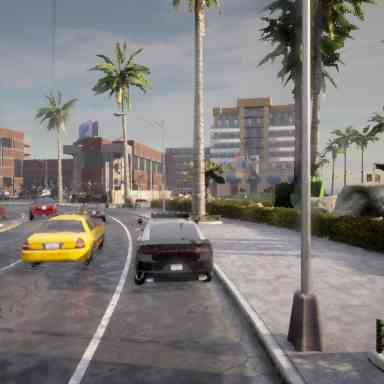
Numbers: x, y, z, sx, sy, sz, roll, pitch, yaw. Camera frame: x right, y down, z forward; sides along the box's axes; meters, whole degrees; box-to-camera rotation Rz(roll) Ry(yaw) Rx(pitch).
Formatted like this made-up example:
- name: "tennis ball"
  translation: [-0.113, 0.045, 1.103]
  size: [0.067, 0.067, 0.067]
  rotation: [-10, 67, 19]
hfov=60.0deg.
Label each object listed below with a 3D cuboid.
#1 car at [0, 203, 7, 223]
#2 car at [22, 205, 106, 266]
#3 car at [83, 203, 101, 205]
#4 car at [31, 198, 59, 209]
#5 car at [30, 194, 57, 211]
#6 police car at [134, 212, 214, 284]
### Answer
- name: "car"
  translation: [-15.167, 1.513, 25.096]
  size: [1.812, 1.442, 4.674]
  rotation: [0, 0, -22]
- name: "car"
  translation: [-4.161, 1.452, 11.552]
  size: [1.801, 1.575, 5.366]
  rotation: [0, 0, -8]
- name: "car"
  translation: [-7.943, 1.541, 26.379]
  size: [2.033, 1.411, 5.357]
  rotation: [0, 0, -20]
- name: "car"
  translation: [-19.920, 1.508, 44.928]
  size: [4.674, 1.442, 1.812]
  rotation: [0, 0, 45]
- name: "car"
  translation: [-12.852, 1.341, 28.851]
  size: [2.097, 1.767, 4.553]
  rotation: [0, 0, -24]
- name: "police car"
  translation: [-0.655, 1.424, 9.771]
  size: [1.930, 1.638, 5.238]
  rotation: [0, 0, -7]
